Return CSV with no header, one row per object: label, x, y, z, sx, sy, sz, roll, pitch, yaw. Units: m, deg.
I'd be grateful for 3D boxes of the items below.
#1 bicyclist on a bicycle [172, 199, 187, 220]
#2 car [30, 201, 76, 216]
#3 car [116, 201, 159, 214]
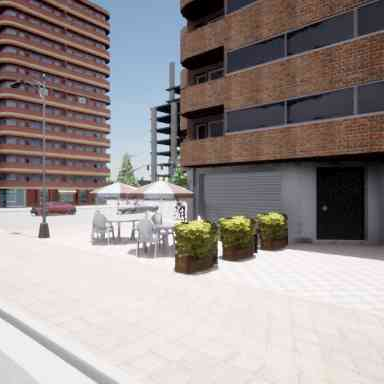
bicyclist on a bicycle,-0.968,1.356,25.431,1.656,1.620,0.582,0,0,41
car,-13.650,1.619,32.927,1.994,1.385,4.181,0,0,42
car,-5.787,1.656,36.244,1.895,1.301,4.718,0,0,41
